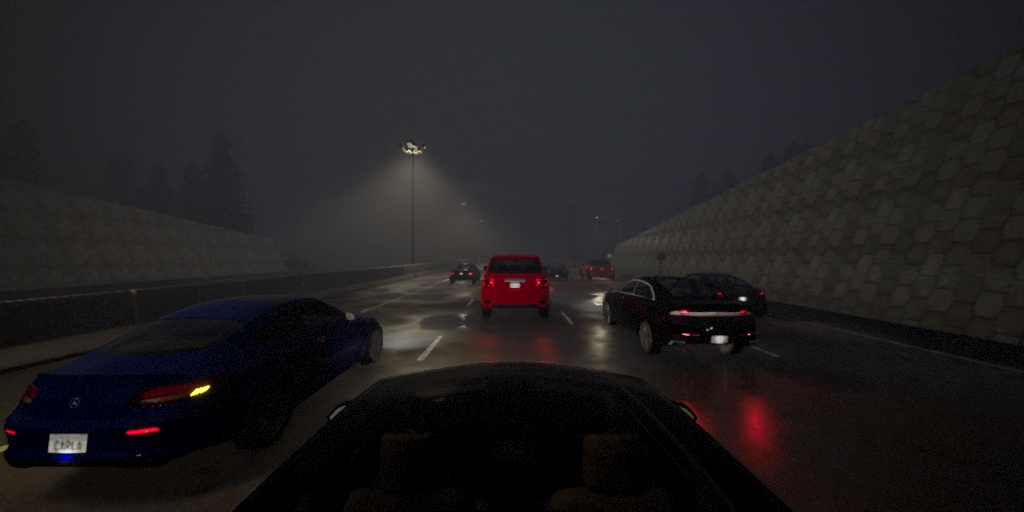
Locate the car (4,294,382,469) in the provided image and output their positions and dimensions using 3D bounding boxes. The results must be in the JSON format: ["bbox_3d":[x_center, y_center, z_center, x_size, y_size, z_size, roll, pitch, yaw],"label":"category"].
[{"bbox_3d":[-3.415,1.267,5.056,1.812,1.442,4.674,0,0,0],"label":"car"}]

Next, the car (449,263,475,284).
[{"bbox_3d":[-3.408,1.235,26.595,2.033,1.411,5.357,0,0,0],"label":"car"}]

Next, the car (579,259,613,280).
[{"bbox_3d":[7.090,1.030,30.383,2.097,1.767,4.553,0,0,0],"label":"car"}]

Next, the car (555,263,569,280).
[{"bbox_3d":[3.590,1.278,30.685,1.895,1.301,4.718,0,0,0],"label":"car"}]

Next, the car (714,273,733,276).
[{"bbox_3d":[7.096,1.285,13.038,1.994,1.385,4.181,0,0,0],"label":"car"}]

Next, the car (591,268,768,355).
[{"bbox_3d":[3.596,1.224,8.637,2.128,1.511,4.902,0,0,0],"label":"car"}]

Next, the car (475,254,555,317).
[{"bbox_3d":[0.108,0.943,13.126,2.150,2.045,5.566,0,0,0],"label":"car"}]
